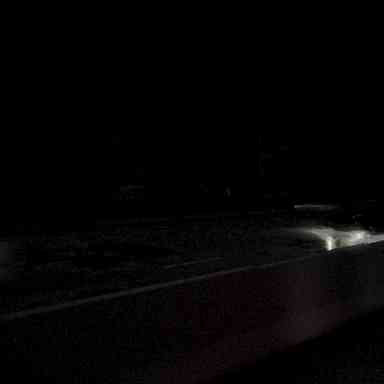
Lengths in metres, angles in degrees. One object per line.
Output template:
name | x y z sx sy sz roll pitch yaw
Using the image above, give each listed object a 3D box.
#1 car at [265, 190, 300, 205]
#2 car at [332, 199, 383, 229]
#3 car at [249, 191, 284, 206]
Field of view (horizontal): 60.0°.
car | 12.091 0.704 45.936 2.150 2.045 5.566 -1 1 -39
car | 10.355 1.210 19.839 5.008 1.535 1.882 -1 0 -35
car | 9.240 1.012 43.998 1.882 1.535 5.008 -1 1 -35
